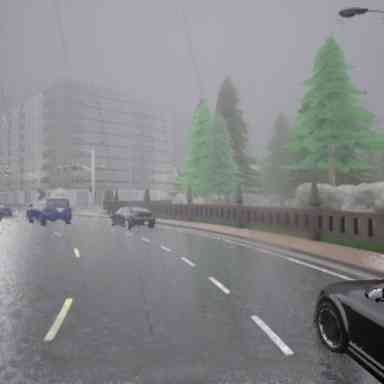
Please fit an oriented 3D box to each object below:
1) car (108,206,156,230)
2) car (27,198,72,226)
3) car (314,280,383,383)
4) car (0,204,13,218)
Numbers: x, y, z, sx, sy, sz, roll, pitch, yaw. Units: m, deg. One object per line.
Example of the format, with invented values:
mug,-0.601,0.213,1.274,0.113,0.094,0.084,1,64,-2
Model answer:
car,-4.260,1.742,23.120,1.837,1.490,4.892,1,-1,-34
car,-11.486,1.529,26.694,2.150,2.045,5.566,0,-1,-40
car,3.068,1.583,3.640,1.994,1.385,4.181,0,-1,-6
car,-21.040,1.994,35.407,4.674,1.442,1.812,0,-1,30
